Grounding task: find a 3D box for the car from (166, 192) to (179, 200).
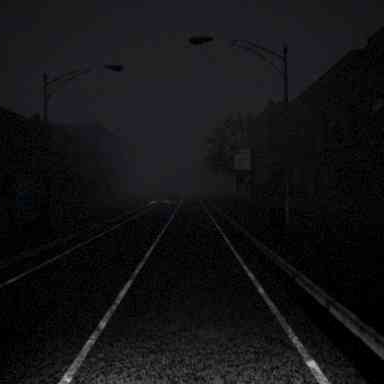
[{"bbox_3d":[-3.117,0.660,55.247,1.994,1.385,4.181,-1,1,0],"label":"car"}]
